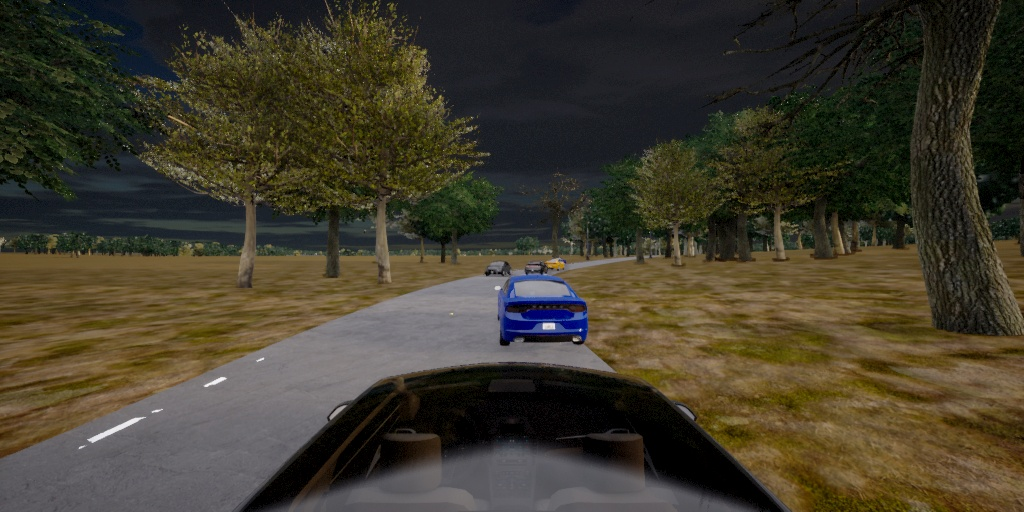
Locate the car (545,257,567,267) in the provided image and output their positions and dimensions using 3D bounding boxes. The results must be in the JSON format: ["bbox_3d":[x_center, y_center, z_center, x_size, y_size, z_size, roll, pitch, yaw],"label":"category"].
[{"bbox_3d":[7.334,0.987,59.345,1.882,1.535,5.008,0,1,27],"label":"car"}]

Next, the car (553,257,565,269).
[{"bbox_3d":[5.775,1.149,48.374,1.882,1.535,5.008,0,1,21],"label":"car"}]

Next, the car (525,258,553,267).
[{"bbox_3d":[2.680,1.234,38.481,2.128,1.511,4.902,0,0,15],"label":"car"}]

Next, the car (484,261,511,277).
[{"bbox_3d":[-1.309,1.255,35.709,1.837,1.490,4.892,0,0,13],"label":"car"}]

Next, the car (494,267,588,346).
[{"bbox_3d":[0.577,1.228,9.513,1.882,1.535,5.008,0,0,-3],"label":"car"}]
